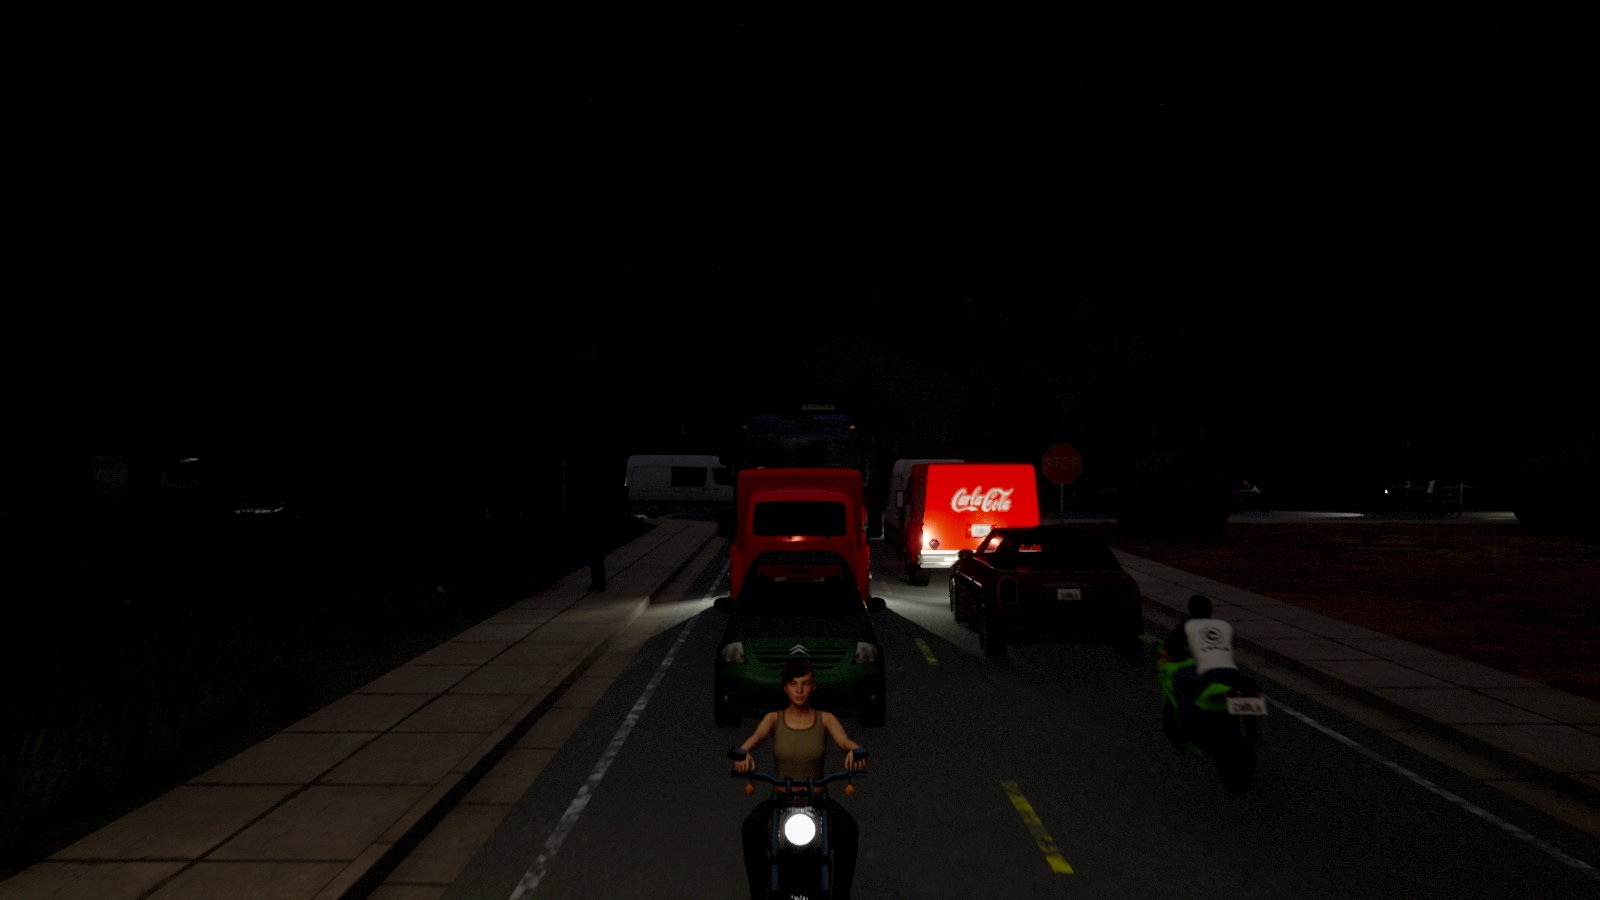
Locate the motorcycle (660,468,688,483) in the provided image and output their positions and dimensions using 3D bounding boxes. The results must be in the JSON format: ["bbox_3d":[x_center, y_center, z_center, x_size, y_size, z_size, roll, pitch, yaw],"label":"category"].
[{"bbox_3d":[-10.670,2.126,97.009,2.209,1.251,0.867,0,0,7],"label":"motorcycle"}]

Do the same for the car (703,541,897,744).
[{"bbox_3d":[0.000,1.994,12.881,1.851,1.617,3.988,0,0,0],"label":"car"}]

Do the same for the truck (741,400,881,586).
[{"bbox_3d":[0.202,0.877,27.715,2.891,3.827,8.468,0,0,0],"label":"truck"}]

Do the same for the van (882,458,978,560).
[{"bbox_3d":[3.512,1.520,31.953,1.988,2.561,5.915,0,0,0],"label":"van"}]

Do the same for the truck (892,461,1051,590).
[{"bbox_3d":[3.504,1.531,24.571,2.627,2.467,5.204,0,-2,0],"label":"truck"}]

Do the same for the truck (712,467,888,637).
[{"bbox_3d":[-0.008,1.558,19.686,2.627,2.467,5.204,0,0,0],"label":"truck"}]

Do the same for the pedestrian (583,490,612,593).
[{"bbox_3d":[-3.744,1.684,21.128,0.375,1.860,0.375,0,0,28],"label":"pedestrian"}]

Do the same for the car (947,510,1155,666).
[{"bbox_3d":[3.533,1.897,17.019,2.097,1.767,4.553,0,0,0],"label":"car"}]

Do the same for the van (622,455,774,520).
[{"bbox_3d":[-4.098,1.482,46.509,5.915,2.561,1.988,0,0,3],"label":"van"}]
